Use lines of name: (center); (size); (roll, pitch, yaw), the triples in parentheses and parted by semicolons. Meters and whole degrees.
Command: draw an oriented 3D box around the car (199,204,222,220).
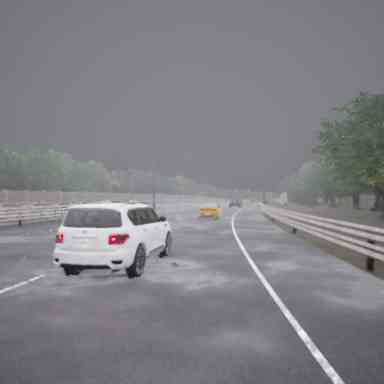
car: (1.951, 1.959, 34.264); (1.882, 1.535, 5.008); (0, -1, 11)

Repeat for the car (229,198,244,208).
car: (8.964, 2.181, 68.200); (2.150, 2.045, 5.566); (0, -1, 13)

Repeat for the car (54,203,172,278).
car: (-2.223, 1.375, 10.899); (2.150, 2.045, 5.566); (0, -1, 10)
